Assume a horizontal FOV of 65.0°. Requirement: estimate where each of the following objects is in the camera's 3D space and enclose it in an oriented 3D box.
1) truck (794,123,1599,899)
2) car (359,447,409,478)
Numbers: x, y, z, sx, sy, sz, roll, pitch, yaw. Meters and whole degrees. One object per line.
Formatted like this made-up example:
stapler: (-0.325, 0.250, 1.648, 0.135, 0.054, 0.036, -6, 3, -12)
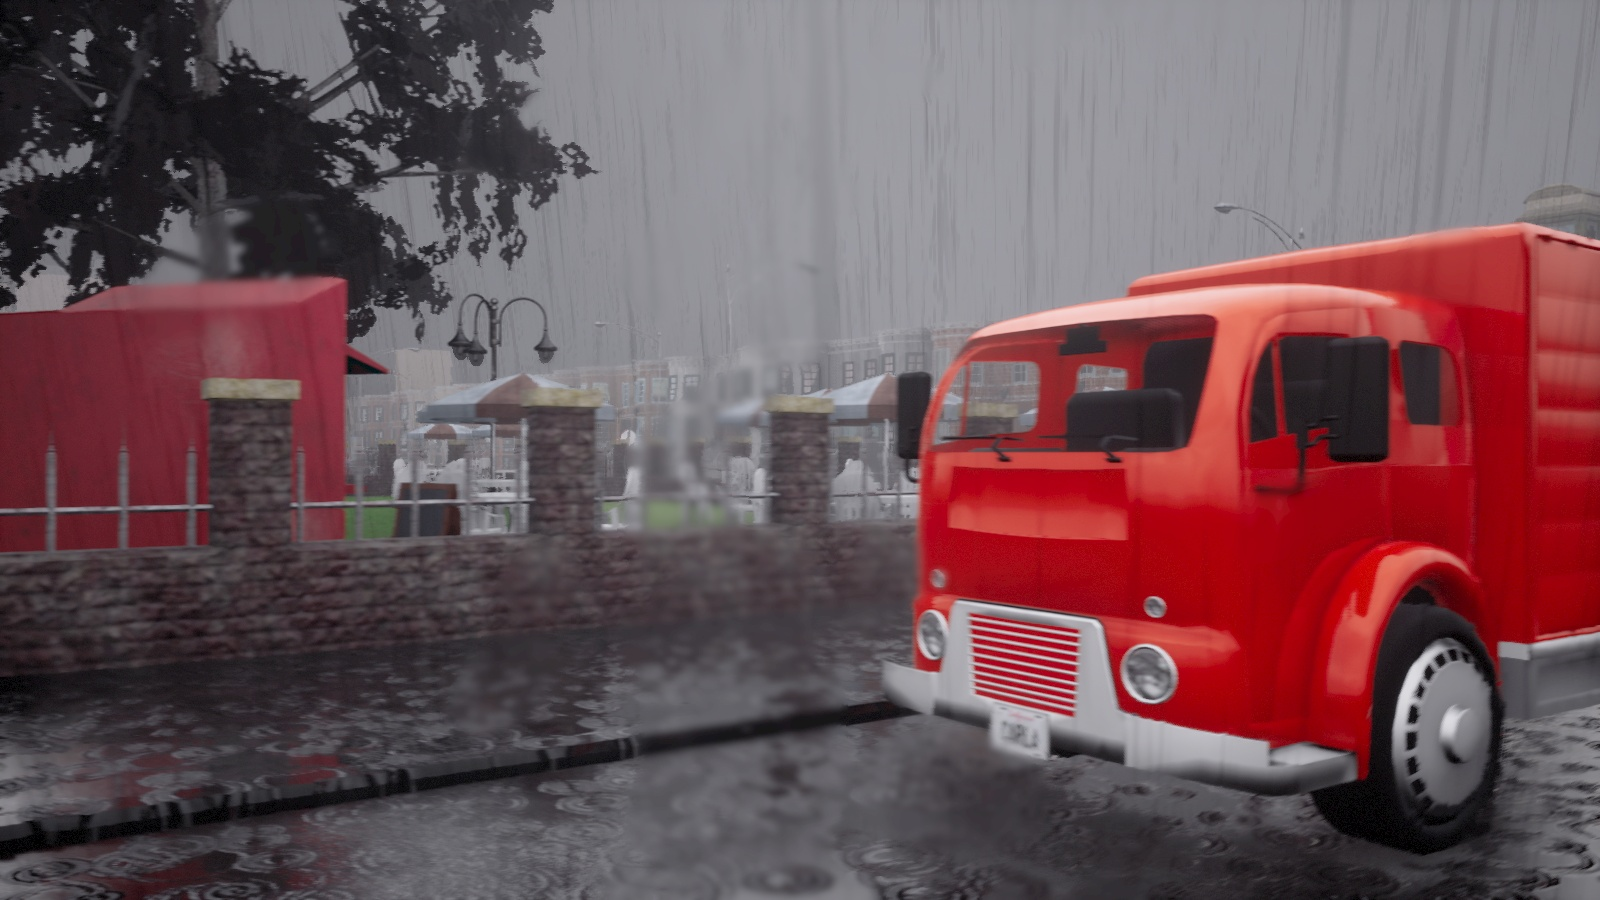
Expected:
truck: (2.860, 0.268, 6.286, 5.204, 2.467, 2.627, 0, 0, -35)
car: (-25.925, 0.791, 78.268, 1.905, 1.878, 3.866, 0, 0, -35)
